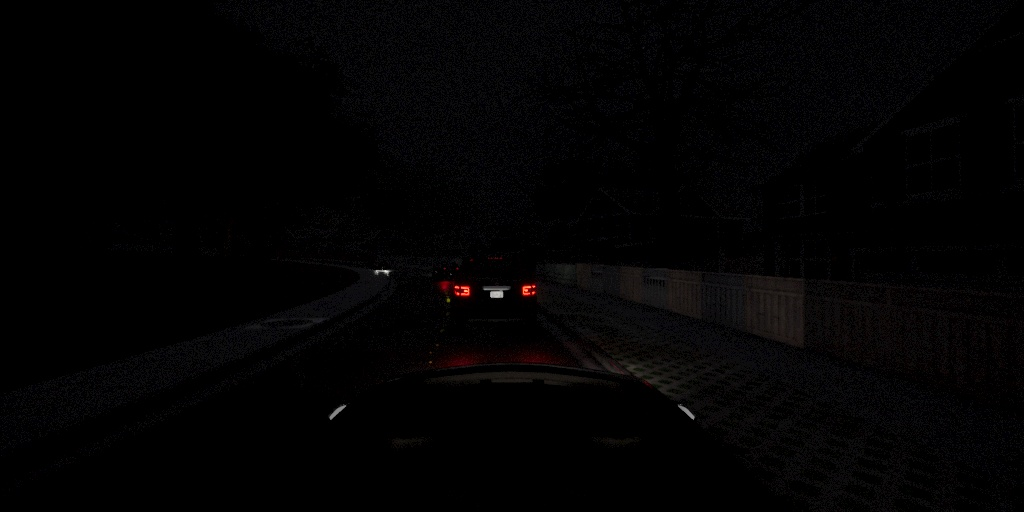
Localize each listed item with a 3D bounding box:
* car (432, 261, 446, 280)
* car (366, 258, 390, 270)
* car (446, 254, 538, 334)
[{"bbox_3d":[-5.498,1.170,29.957,2.128,1.511,4.902,0,0,-20],"label":"car"},{"bbox_3d":[-17.405,1.022,46.368,2.033,1.411,5.357,0,1,-34],"label":"car"},{"bbox_3d":[-0.658,0.972,10.867,2.150,2.045,5.566,0,0,-7],"label":"car"}]
